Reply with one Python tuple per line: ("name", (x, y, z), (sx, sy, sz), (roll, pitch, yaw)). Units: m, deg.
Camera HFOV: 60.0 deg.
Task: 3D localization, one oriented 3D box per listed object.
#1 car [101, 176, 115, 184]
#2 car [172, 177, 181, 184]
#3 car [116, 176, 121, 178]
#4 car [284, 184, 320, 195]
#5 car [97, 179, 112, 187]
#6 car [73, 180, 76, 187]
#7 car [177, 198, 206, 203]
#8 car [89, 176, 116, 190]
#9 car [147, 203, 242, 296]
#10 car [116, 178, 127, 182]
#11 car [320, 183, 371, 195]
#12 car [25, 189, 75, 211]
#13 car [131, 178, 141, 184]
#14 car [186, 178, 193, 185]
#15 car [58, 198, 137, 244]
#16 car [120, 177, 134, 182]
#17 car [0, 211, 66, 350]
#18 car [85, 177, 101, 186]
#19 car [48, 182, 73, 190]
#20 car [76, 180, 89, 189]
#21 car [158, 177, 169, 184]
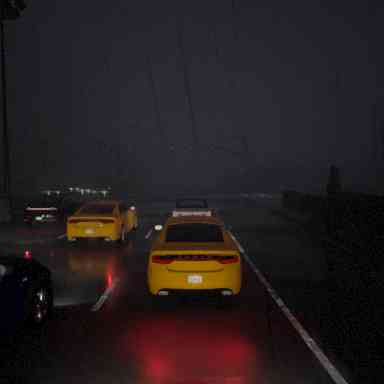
("car", (-21.665, -3.103, 85.629), (2.150, 2.045, 5.566), (0, 3, 0))
("car", (-4.168, -2.877, 86.092), (1.882, 1.535, 5.008), (0, 3, 0))
("car", (-18.115, -2.756, 79.399), (2.150, 2.045, 5.566), (0, 3, 0))
("car", (13.802, -0.307, 41.423), (4.718, 1.301, 1.895), (0, 3, 2))
("car", (-18.032, -1.881, 68.808), (1.812, 1.442, 4.674), (0, 3, 0))
("car", (-21.518, -1.505, 62.599), (1.994, 1.385, 4.181), (0, 3, 0))
("car", (-0.025, 0.972, 17.778), (1.895, 1.301, 4.718), (0, 3, 0))
("car", (-14.481, -1.397, 54.346), (2.150, 2.045, 5.566), (0, 3, -1))
("car", (0.043, 1.315, 8.409), (1.882, 1.535, 5.008), (0, 2, 0))
("car", (-14.531, -1.557, 64.278), (1.895, 1.301, 4.718), (0, 3, 0))
("car", (17.663, -0.219, 37.798), (4.902, 1.511, 2.128), (0, 3, 2))
("car", (-7.026, 0.864, 17.642), (2.128, 1.511, 4.902), (0, 3, 0))
("car", (-14.683, -2.962, 87.899), (1.837, 1.490, 4.892), (0, 3, 0))
("car", (-0.632, -2.569, 81.590), (2.128, 1.511, 4.902), (0, 3, 0))
("car", (-3.497, 1.060, 13.732), (1.882, 1.535, 5.008), (0, 3, 0))
("car", (-14.578, -2.124, 74.618), (1.895, 1.301, 4.718), (0, 3, 0))
("car", (-3.427, 1.313, 3.900), (2.097, 1.767, 4.553), (0, 1, 0))
("car", (-21.563, -2.268, 72.799), (2.097, 1.767, 4.553), (0, 3, 0))
("car", (-21.495, -0.982, 53.669), (1.895, 1.301, 4.718), (0, 3, 0))
("car", (-18.015, -1.355, 58.535), (2.128, 1.511, 4.902), (0, 3, 0))
("car", (-7.668, -2.827, 86.067), (2.128, 1.511, 4.902), (0, 3, 0))
